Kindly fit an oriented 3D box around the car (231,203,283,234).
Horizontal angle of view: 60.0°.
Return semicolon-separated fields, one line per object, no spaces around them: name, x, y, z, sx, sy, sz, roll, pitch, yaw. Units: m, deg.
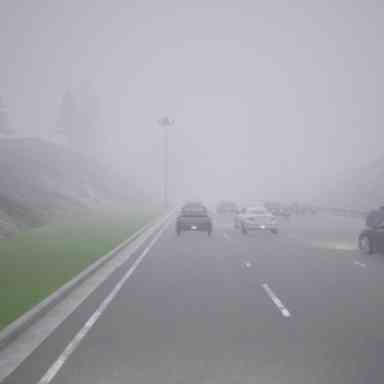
car;3.602;1.539;19.212;1.812;1.442;4.674;0;0;0

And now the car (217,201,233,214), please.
car;3.665;1.589;35.086;1.994;1.385;4.181;0;0;0

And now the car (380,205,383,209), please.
car;10.604;1.233;15.847;2.150;2.045;5.566;0;0;0

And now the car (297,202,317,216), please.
car;10.671;1.624;33.011;1.895;1.301;4.718;0;0;0

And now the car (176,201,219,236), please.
car;0.114;1.505;18.588;2.128;1.511;4.902;0;0;0

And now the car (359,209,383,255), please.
car;7.102;1.512;10.424;1.837;1.490;4.892;0;0;0

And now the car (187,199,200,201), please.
car;0.163;1.503;36.135;1.882;1.535;5.008;0;0;0

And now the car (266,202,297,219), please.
car;7.166;1.568;29.211;2.033;1.411;5.357;0;0;0
